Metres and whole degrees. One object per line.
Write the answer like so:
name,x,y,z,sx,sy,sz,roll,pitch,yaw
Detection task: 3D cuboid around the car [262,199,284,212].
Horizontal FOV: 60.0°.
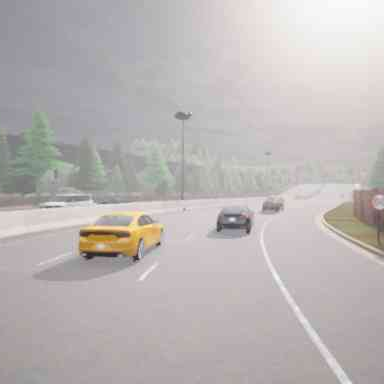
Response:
car,9.562,1.540,38.948,2.128,1.511,4.902,0,0,26

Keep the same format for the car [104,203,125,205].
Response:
car,-10.816,1.509,45.330,1.895,1.301,4.718,0,0,25

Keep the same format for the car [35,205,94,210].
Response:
car,-10.155,1.141,27.070,2.150,2.045,5.566,0,0,16

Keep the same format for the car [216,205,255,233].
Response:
car,2.685,1.514,20.104,2.163,1.488,4.792,0,0,13

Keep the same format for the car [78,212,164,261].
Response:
car,-2.373,1.457,12.314,1.882,1.535,5.008,0,0,8
